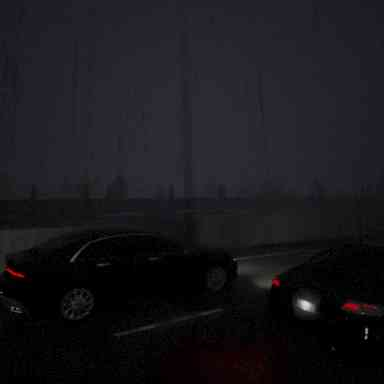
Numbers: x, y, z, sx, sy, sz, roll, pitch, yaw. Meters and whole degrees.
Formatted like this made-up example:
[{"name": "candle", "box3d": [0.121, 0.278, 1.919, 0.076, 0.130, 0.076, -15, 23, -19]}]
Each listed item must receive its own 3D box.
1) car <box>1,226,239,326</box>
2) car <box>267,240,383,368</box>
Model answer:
[{"name": "car", "box3d": [-1.212, 1.478, 7.021, 4.892, 1.490, 1.837, -1, 1, -33]}, {"name": "car", "box3d": [3.313, 1.544, 5.664, 4.181, 1.385, 1.994, 0, 0, -31]}]
